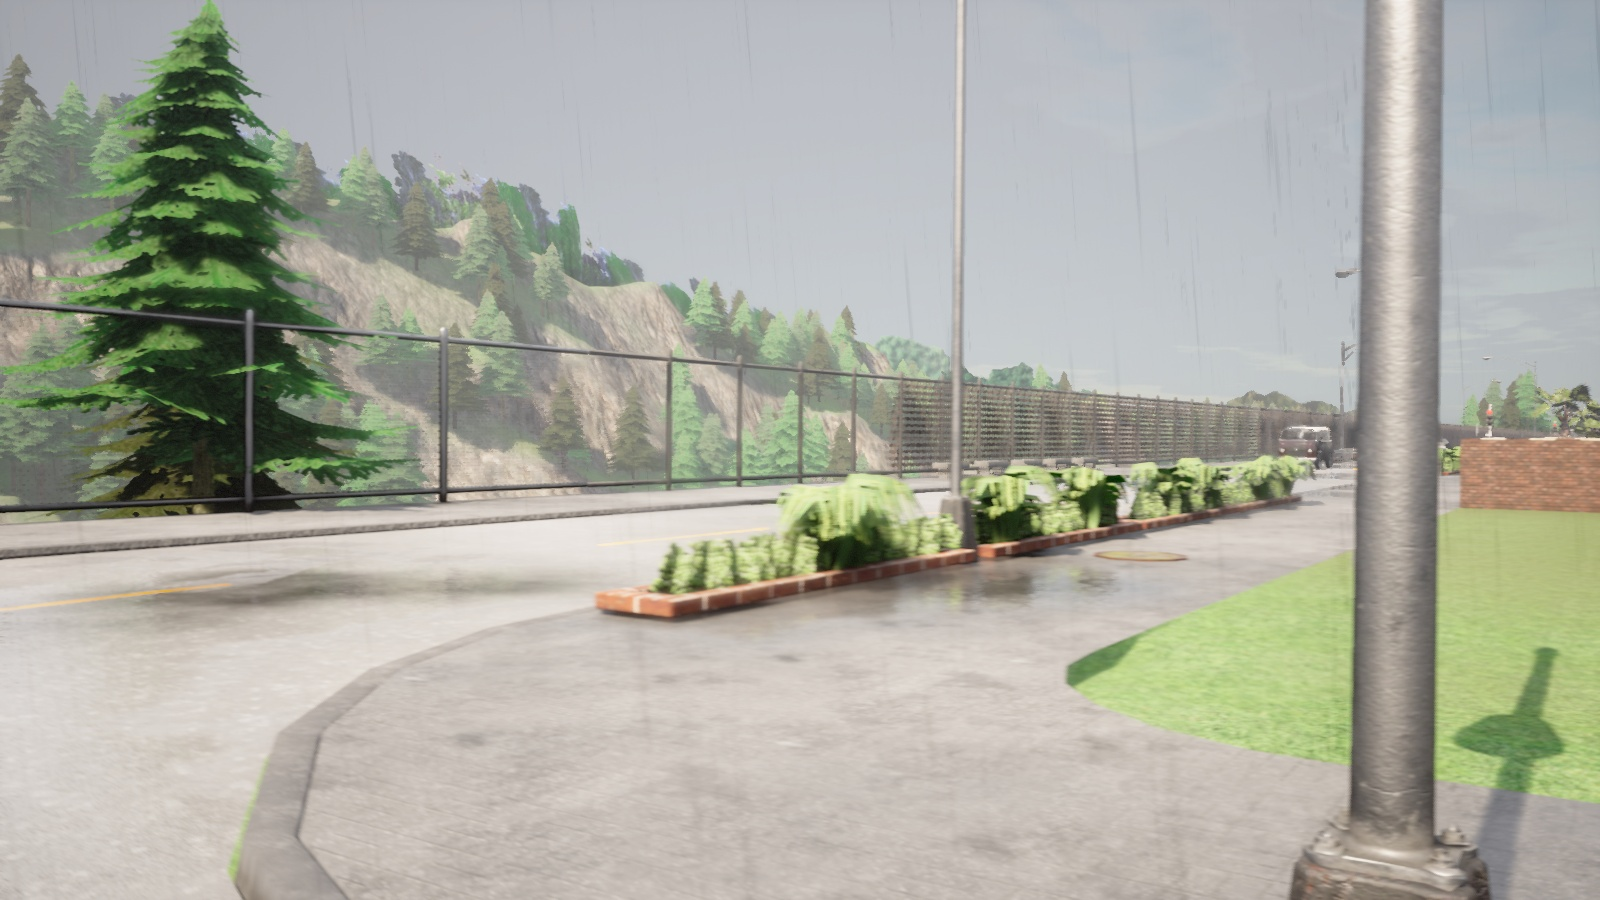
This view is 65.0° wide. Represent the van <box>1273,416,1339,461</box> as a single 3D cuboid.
[{"bbox_3d":[24.099,-0.571,59.694,2.069,2.038,4.480,0,1,34],"label":"van"}]
